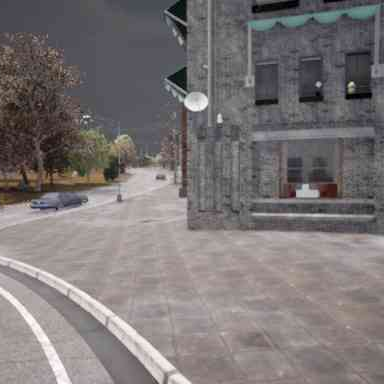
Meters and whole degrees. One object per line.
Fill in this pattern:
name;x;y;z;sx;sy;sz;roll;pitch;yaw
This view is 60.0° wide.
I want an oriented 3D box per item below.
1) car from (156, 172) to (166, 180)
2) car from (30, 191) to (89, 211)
car;-6.249;-3.218;66.825;2.128;1.511;4.902;0;5;-4
car;-10.809;0.643;27.451;2.033;1.411;5.357;0;6;17
